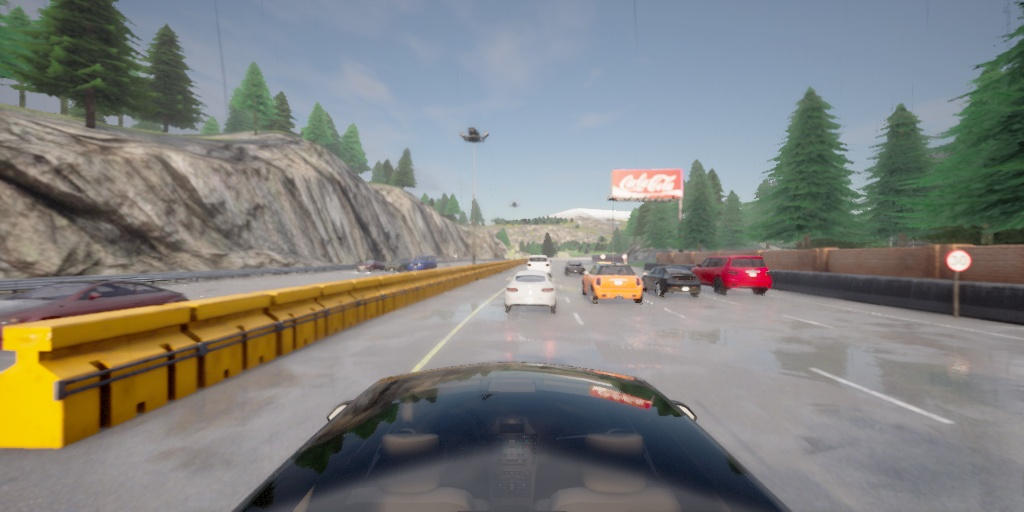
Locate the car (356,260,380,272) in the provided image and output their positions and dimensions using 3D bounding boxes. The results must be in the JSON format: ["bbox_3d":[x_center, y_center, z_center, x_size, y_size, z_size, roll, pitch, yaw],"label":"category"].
[{"bbox_3d":[-17.609,1.205,44.877,1.812,1.442,4.674,0,0,6],"label":"car"}]

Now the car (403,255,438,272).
[{"bbox_3d":[-10.721,0.921,43.433,2.150,2.045,5.566,0,0,6],"label":"car"}]

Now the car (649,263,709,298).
[{"bbox_3d":[8.181,1.264,18.872,1.837,1.490,4.892,0,0,5],"label":"car"}]

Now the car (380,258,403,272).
[{"bbox_3d":[-14.096,1.040,44.810,2.097,1.767,4.553,0,0,5],"label":"car"}]

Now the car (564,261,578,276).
[{"bbox_3d":[6.332,1.234,36.733,2.128,1.511,4.902,0,0,5],"label":"car"}]

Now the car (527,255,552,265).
[{"bbox_3d":[2.547,0.956,33.903,2.150,2.045,5.566,0,0,5],"label":"car"}]

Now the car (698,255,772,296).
[{"bbox_3d":[11.761,0.989,19.804,2.150,2.045,5.566,0,0,5],"label":"car"}]

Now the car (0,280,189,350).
[{"bbox_3d":[-10.332,1.283,8.626,1.994,1.385,4.181,0,0,3],"label":"car"}]

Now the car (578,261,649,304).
[{"bbox_3d":[4.478,1.103,16.619,2.097,1.767,4.553,0,0,5],"label":"car"}]

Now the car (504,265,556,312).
[{"bbox_3d":[0.756,1.269,14.036,1.812,1.442,4.674,0,0,4],"label":"car"}]
